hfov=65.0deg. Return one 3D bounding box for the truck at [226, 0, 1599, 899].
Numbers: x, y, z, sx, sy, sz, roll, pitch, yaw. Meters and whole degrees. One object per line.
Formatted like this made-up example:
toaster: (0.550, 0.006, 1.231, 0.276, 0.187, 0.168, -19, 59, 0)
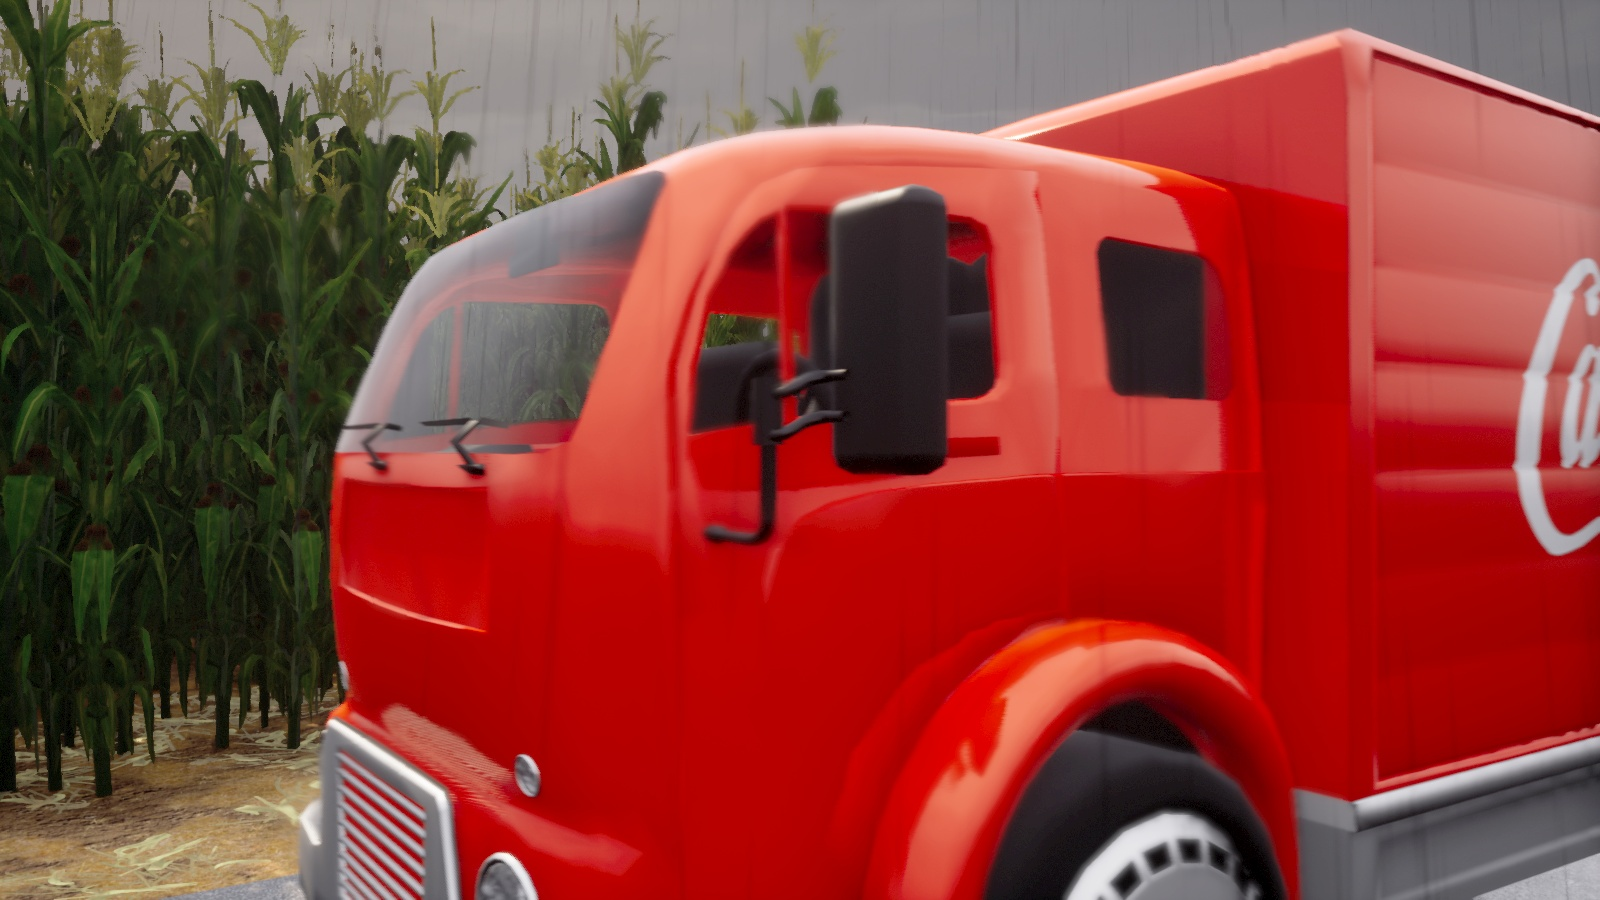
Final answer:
truck: (1.239, 0.256, 4.034, 5.204, 2.467, 2.627, 0, 0, -35)
